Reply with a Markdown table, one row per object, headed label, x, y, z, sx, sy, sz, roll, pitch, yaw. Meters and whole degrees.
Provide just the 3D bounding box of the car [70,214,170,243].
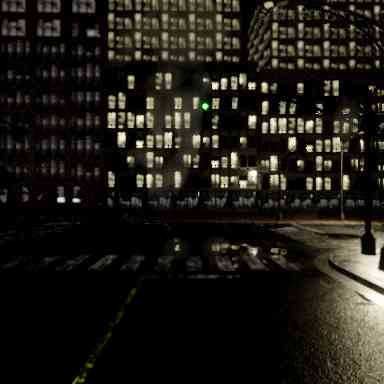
| label | x | y | z | sx | sy | sz | roll | pitch | yaw |
| --- | --- | --- | --- | --- | --- | --- | --- | --- | --- |
| car | -3.456 | 1.779 | 16.646 | 4.718 | 1.301 | 1.895 | 1 | -1 | -1 |
